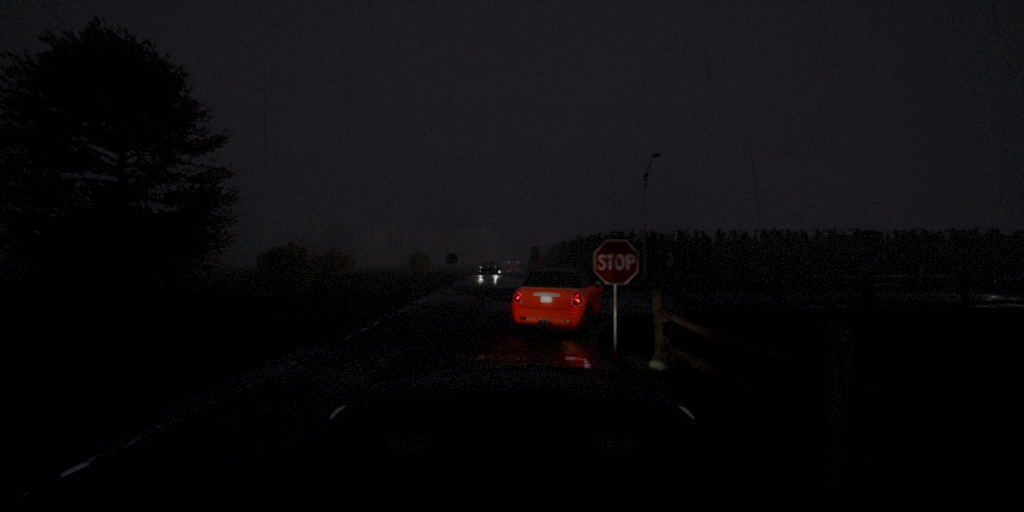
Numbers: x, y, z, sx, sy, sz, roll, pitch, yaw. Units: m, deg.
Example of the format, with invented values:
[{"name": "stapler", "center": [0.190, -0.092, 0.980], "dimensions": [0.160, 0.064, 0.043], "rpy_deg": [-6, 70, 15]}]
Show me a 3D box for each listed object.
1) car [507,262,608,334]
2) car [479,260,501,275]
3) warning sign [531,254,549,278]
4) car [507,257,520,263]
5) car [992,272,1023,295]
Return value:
[{"name": "car", "center": [1.661, 1.150, 11.220], "dimensions": [2.097, 1.767, 4.553], "rpy_deg": [0, 0, 21]}, {"name": "car", "center": [-2.688, 1.294, 41.978], "dimensions": [2.097, 1.767, 4.553], "rpy_deg": [0, 0, 0]}, {"name": "warning sign", "center": [2.562, 1.009, 31.207], "dimensions": [1.300, 1.860, 1.060], "rpy_deg": [0, 0, 0]}, {"name": "car", "center": [0.233, 1.237, 62.868], "dimensions": [2.150, 2.045, 5.566], "rpy_deg": [0, 0, 0]}, {"name": "car", "center": [28.775, 1.353, 19.042], "dimensions": [5.008, 1.535, 1.882], "rpy_deg": [0, 0, -1]}]
